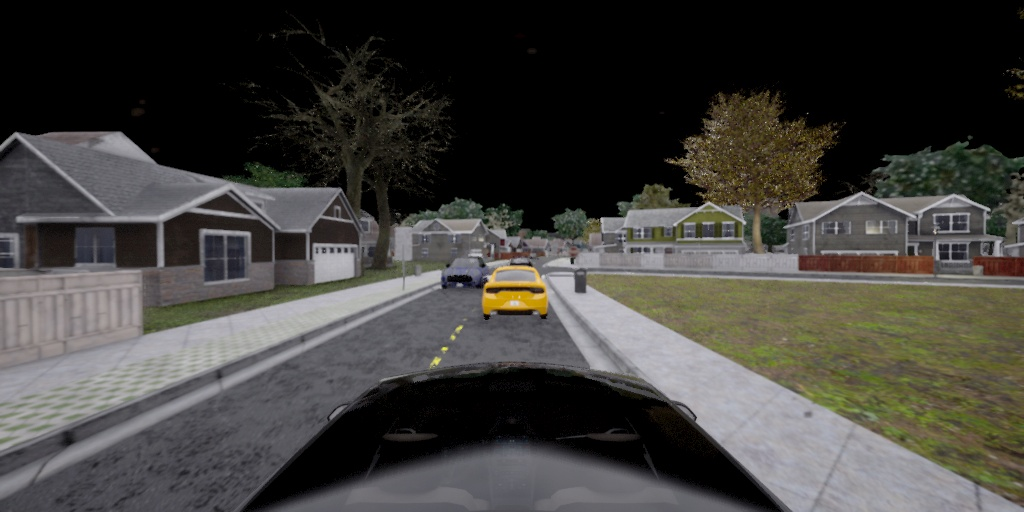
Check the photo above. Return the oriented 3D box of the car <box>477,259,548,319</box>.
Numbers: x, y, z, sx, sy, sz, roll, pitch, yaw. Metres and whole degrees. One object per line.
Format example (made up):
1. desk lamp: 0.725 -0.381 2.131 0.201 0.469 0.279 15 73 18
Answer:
1. car: 0.141 1.059 12.040 1.882 1.535 5.008 0 1 2

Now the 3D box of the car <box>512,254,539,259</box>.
1. car: 0.697 0.846 26.165 2.128 1.511 4.902 0 1 4

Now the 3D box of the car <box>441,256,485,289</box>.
1. car: -2.488 0.805 19.914 2.097 1.767 4.553 0 1 3
